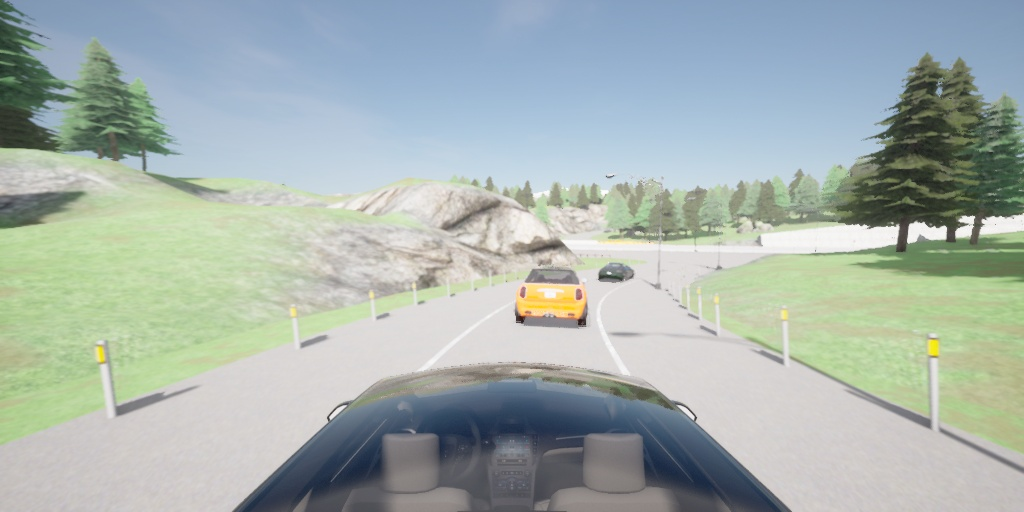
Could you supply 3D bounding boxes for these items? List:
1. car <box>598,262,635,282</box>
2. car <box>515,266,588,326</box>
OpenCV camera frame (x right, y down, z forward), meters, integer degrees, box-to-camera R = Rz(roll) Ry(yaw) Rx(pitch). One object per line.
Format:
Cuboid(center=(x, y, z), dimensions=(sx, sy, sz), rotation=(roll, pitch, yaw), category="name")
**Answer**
Cuboid(center=(8.422, 1.203, 28.667), dimensions=(1.994, 1.385, 4.181), rotation=(3, 3, 33), category="car")
Cuboid(center=(1.455, 1.110, 12.109), dimensions=(2.097, 1.767, 4.553), rotation=(1, 0, 10), category="car")
